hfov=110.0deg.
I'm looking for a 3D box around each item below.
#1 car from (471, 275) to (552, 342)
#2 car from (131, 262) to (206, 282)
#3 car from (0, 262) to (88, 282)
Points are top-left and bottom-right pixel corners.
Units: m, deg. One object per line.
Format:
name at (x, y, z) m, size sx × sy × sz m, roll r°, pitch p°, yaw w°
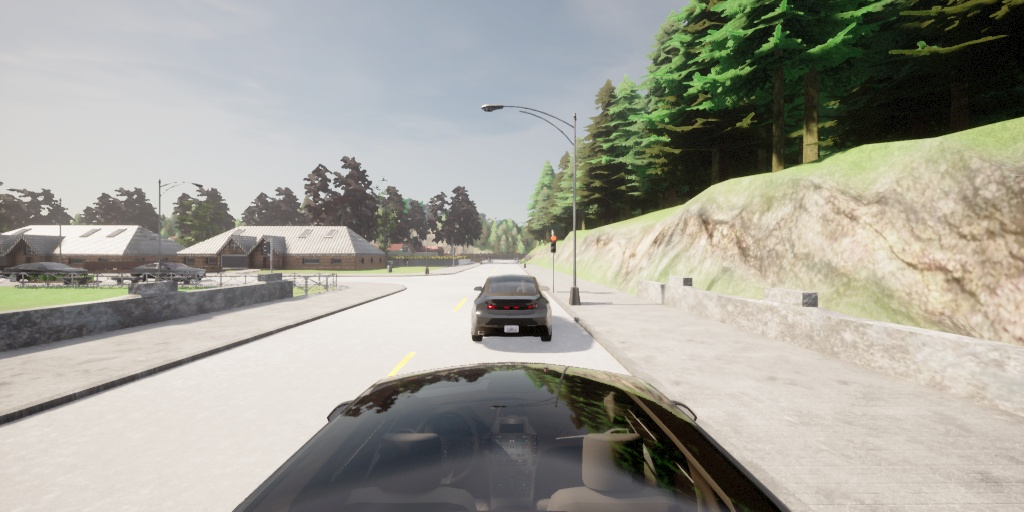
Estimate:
car at (-0.009, 1.255, 9.801) m, size 1.837 × 1.490 × 4.892 m, roll 0°, pitch 0°, yaw 0°
car at (-26.812, 1.241, 28.097) m, size 4.902 × 1.511 × 2.128 m, roll 0°, pitch 0°, yaw 0°
car at (-36.265, 1.228, 28.020) m, size 5.008 × 1.535 × 1.882 m, roll 0°, pitch 0°, yaw 0°
